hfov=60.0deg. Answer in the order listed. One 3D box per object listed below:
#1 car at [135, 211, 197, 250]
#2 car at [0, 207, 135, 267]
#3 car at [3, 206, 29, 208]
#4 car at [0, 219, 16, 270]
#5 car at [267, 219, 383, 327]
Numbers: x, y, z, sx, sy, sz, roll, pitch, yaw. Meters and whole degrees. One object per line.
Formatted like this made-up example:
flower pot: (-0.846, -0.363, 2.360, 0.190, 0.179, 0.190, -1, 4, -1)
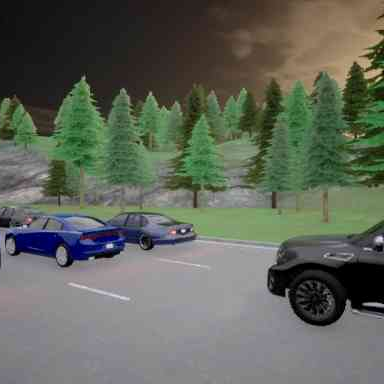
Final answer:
car: (-2.377, 1.547, 14.261, 5.357, 1.411, 2.033, 0, 0, 35)
car: (-4.499, 1.478, 11.474, 5.008, 1.535, 1.882, 0, 0, 36)
car: (-10.605, 1.547, 20.066, 5.357, 1.411, 2.033, 0, 0, 35)
car: (-6.951, 1.505, 8.925, 4.892, 1.490, 1.837, 0, 0, 36)
car: (4.083, 1.223, 5.383, 5.566, 2.045, 2.150, 0, 0, 35)
